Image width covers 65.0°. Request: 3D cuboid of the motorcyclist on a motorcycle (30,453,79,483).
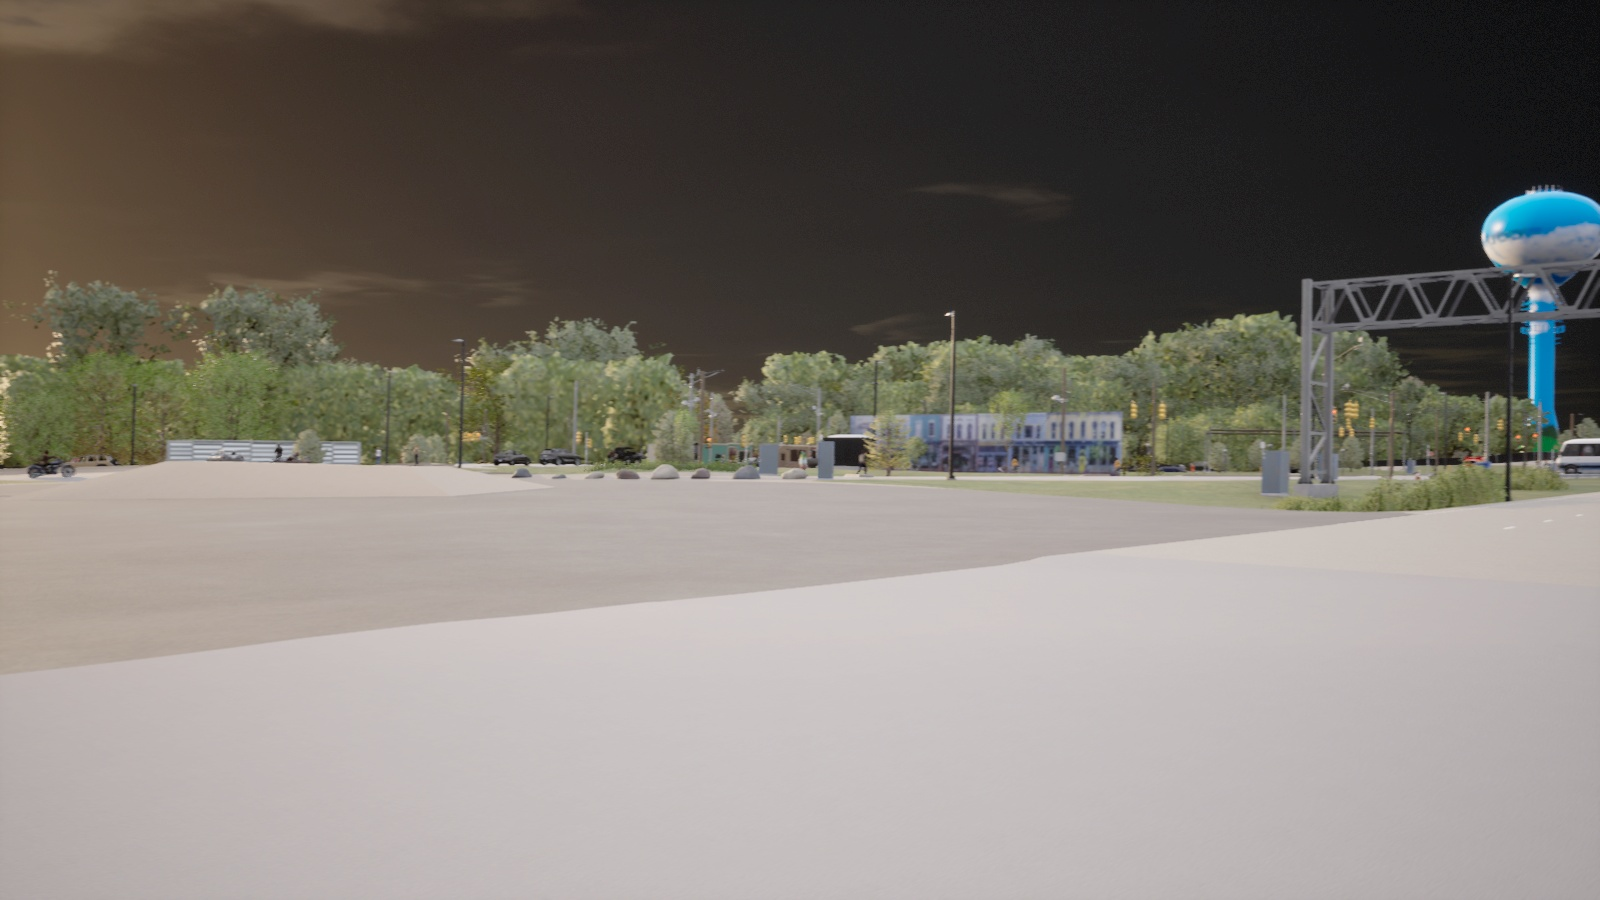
[{"bbox_3d":[-42.475,0.998,71.553,2.350,1.649,0.766,-1,0,-36],"label":"motorcyclist on a motorcycle"}]
